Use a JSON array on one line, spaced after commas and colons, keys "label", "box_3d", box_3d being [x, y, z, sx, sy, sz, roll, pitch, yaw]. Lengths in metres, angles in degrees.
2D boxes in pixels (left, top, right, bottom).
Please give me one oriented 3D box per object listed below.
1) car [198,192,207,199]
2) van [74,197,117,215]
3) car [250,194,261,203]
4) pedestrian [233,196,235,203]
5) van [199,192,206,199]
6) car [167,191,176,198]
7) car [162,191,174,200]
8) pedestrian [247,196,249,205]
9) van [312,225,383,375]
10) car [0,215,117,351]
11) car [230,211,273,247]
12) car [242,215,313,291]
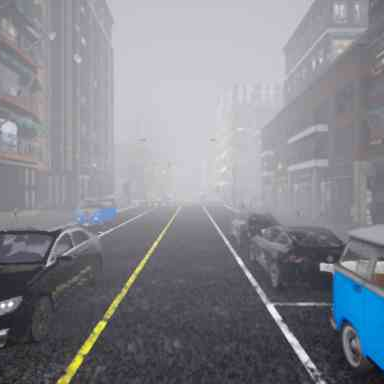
[{"label": "car", "box_3d": [2.676, 1.047, 80.655, 1.887, 1.381, 4.507, 0, 0, 0]}, {"label": "van", "box_3d": [-5.690, 1.201, 19.973, 1.690, 1.788, 3.998, 0, 0, 0]}, {"label": "car", "box_3d": [13.453, 1.196, 62.705, 5.009, 1.841, 2.192, 1, -1, -1]}, {"label": "pedestrian", "box_3d": [6.125, 0.818, 48.696, 0.375, 1.860, 0.375, 0, 0, 0]}, {"label": "van", "box_3d": [2.675, 0.815, 86.285, 1.690, 1.788, 3.998, 0, 0, 0]}, {"label": "car", "box_3d": [-5.707, 0.762, 91.913, 2.192, 1.841, 5.009, 0, 0, 0]}, {"label": "car", "box_3d": [-5.703, 1.098, 75.023, 1.947, 1.339, 4.313, 0, 0, 0]}, {"label": "pedestrian", "box_3d": [8.125, 1.151, 48.097, 0.375, 1.300, 0.375, 0, 0, 0]}, {"label": "van", "box_3d": [2.695, 1.319, 2.990, 1.690, 1.788, 3.998, 0, 0, 0]}, {"label": "car", "box_3d": [-3.102, 1.445, 6.369, 2.128, 1.511, 4.902, 0, 0, 0]}, {"label": "car", "box_3d": [2.691, 1.464, 14.316, 1.947, 1.339, 4.313, 0, 0, 0]}, {"label": "car", "box_3d": [2.693, 1.504, 8.653, 1.947, 1.339, 4.313, 0, 0, 0]}]
